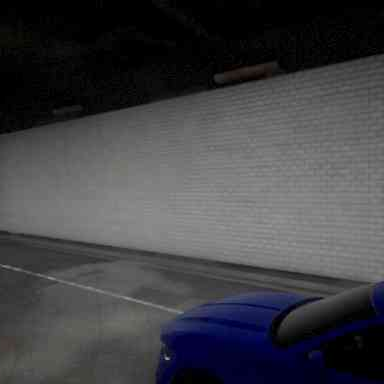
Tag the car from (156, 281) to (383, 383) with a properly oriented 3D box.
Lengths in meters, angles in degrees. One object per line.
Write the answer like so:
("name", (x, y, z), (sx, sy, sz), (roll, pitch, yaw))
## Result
("car", (1.941, 1.478, 2.608), (5.008, 1.535, 1.882), (0, 0, 36))
